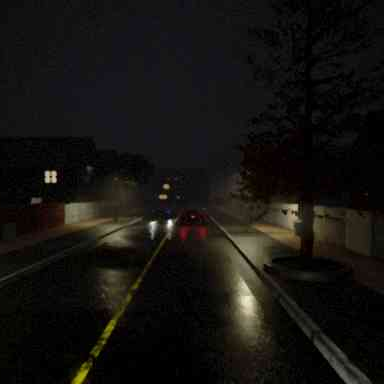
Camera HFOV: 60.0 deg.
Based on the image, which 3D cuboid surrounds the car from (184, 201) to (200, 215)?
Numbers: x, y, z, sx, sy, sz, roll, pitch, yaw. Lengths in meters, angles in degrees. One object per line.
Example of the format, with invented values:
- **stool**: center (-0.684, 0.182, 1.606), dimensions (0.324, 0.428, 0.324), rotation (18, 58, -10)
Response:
- **car**: center (0.045, 1.904, 40.920), dimensions (1.837, 1.490, 4.892), rotation (0, 0, 0)

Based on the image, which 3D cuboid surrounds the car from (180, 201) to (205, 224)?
- **car**: center (0.067, 1.725, 27.122), dimensions (1.882, 1.535, 5.008), rotation (0, -1, 0)

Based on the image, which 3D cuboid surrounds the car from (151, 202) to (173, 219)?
- **car**: center (-2.889, 1.789, 33.152), dimensions (1.882, 1.535, 5.008), rotation (0, -1, 0)
